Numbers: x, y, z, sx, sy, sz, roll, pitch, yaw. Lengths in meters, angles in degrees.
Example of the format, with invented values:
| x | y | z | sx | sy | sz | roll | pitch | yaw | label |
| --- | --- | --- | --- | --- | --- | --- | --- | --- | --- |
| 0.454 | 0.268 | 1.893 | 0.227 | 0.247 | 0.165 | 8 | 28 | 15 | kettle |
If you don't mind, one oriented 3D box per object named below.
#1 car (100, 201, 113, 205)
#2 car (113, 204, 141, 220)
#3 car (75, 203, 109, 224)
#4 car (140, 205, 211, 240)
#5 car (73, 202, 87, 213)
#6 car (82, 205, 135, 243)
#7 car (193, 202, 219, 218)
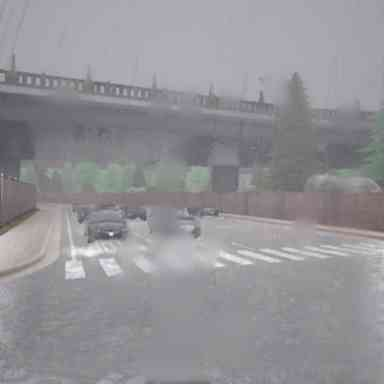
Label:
| x | y | z | sx | sy | sz | roll | pitch | yaw | label |
| --- | --- | --- | --- | --- | --- | --- | --- | --- | --- |
| -11.491 | 1.881 | 44.803 | 1.895 | 1.301 | 4.718 | 1 | -1 | -23 | car |
| -5.207 | 1.744 | 28.829 | 2.033 | 1.411 | 5.357 | 1 | 0 | -21 | car |
| -8.004 | 1.760 | 26.351 | 1.895 | 1.301 | 4.718 | 1 | 0 | -21 | car |
| -1.069 | 1.632 | 18.087 | 2.128 | 1.511 | 4.902 | 1 | 0 | -21 | car |
| -13.365 | 1.832 | 40.150 | 1.895 | 1.301 | 4.718 | 1 | 0 | -22 | car |
| -4.367 | 1.614 | 16.841 | 1.837 | 1.490 | 4.892 | 1 | 0 | -20 | car |
| 0.928 | 1.774 | 33.063 | 2.128 | 1.511 | 4.902 | 0 | -1 | -23 | car |
